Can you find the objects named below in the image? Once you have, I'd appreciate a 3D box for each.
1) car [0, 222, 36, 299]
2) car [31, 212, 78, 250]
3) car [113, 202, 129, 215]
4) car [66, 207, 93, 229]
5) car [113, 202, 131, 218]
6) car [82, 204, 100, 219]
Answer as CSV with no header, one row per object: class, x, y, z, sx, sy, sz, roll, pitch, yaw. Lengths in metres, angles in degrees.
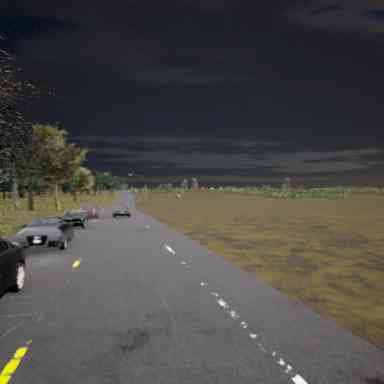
car,-4.783,1.658,6.530,1.882,1.535,5.008,-1,-1,-12
car,-6.782,1.879,15.622,1.994,1.385,4.181,-1,-1,-12
car,-10.155,2.282,47.650,2.097,1.767,4.553,-1,-1,-12
car,-8.971,2.084,25.558,1.895,1.301,4.718,-1,-1,-12
car,-8.232,2.253,39.023,1.994,1.385,4.181,-1,-1,-12
car,-11.377,2.081,36.686,2.097,1.767,4.553,-1,-1,-12
